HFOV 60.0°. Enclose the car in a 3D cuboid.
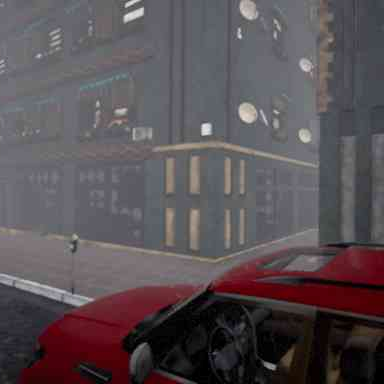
[{"bbox_3d":[0.925,1.319,2.192,5.009,1.841,2.192,-1,1,36],"label":"car"}]
